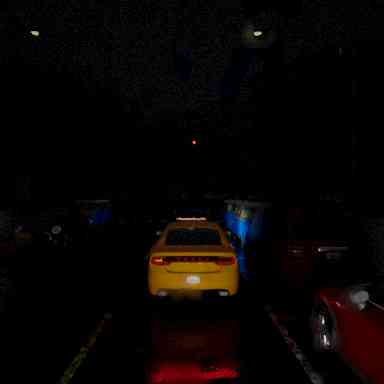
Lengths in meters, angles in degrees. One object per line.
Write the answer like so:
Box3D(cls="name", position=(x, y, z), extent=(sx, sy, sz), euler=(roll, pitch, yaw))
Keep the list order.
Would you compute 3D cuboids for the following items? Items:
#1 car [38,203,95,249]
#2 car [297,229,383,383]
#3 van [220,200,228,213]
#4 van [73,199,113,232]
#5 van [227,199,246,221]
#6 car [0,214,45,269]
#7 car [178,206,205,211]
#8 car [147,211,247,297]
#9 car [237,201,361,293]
Box3D(cls="car", position=(-5.836, 1.441, 14.200), extent=(1.967, 1.590, 4.097), euler=(0, 0, 0))
Box3D(cls="car", position=(2.746, 1.440, 3.370), extent=(1.967, 1.590, 4.097), euler=(0, 0, 0))
Box3D(cls="van", position=(2.660, 1.343, 19.683), extent=(1.690, 1.788, 3.998), euler=(0, 0, 0))
Box3D(cls="van", position=(-5.865, 1.343, 19.638), extent=(1.690, 1.788, 3.998), euler=(0, 0, 0))
Box3D(cls="van", position=(2.688, 1.342, 14.245), extent=(1.690, 1.788, 3.998), euler=(0, 0, 0))
Box3D(cls="car", position=(-5.807, 1.525, 8.593), extent=(1.752, 1.417, 4.829), euler=(0, 0, 0))
Box3D(cls="car", position=(-0.048, 1.493, 18.137), extent=(2.128, 1.511, 4.902), euler=(0, 0, 0))
Box3D(cls="car", position=(0.039, 1.478, 8.635), extent=(1.882, 1.535, 5.008), euler=(0, 0, 0))
Box3D(cls="car", position=(2.717, 1.315, 8.808), extent=(2.192, 1.841, 5.009), euler=(0, 0, 0))
